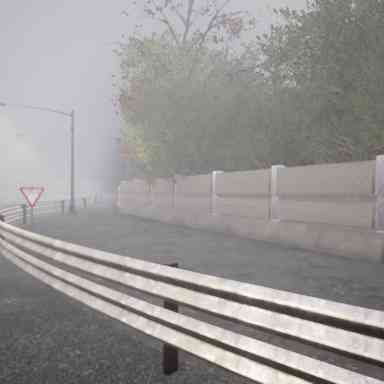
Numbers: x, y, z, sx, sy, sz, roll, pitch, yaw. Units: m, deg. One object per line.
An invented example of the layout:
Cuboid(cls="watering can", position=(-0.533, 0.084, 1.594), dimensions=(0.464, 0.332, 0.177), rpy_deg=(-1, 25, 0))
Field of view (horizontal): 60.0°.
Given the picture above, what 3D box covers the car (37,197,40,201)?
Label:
Cuboid(cls="car", position=(-39.255, 1.402, 83.053), dimensions=(1.882, 1.535, 5.008), rpy_deg=(0, 0, -31))
